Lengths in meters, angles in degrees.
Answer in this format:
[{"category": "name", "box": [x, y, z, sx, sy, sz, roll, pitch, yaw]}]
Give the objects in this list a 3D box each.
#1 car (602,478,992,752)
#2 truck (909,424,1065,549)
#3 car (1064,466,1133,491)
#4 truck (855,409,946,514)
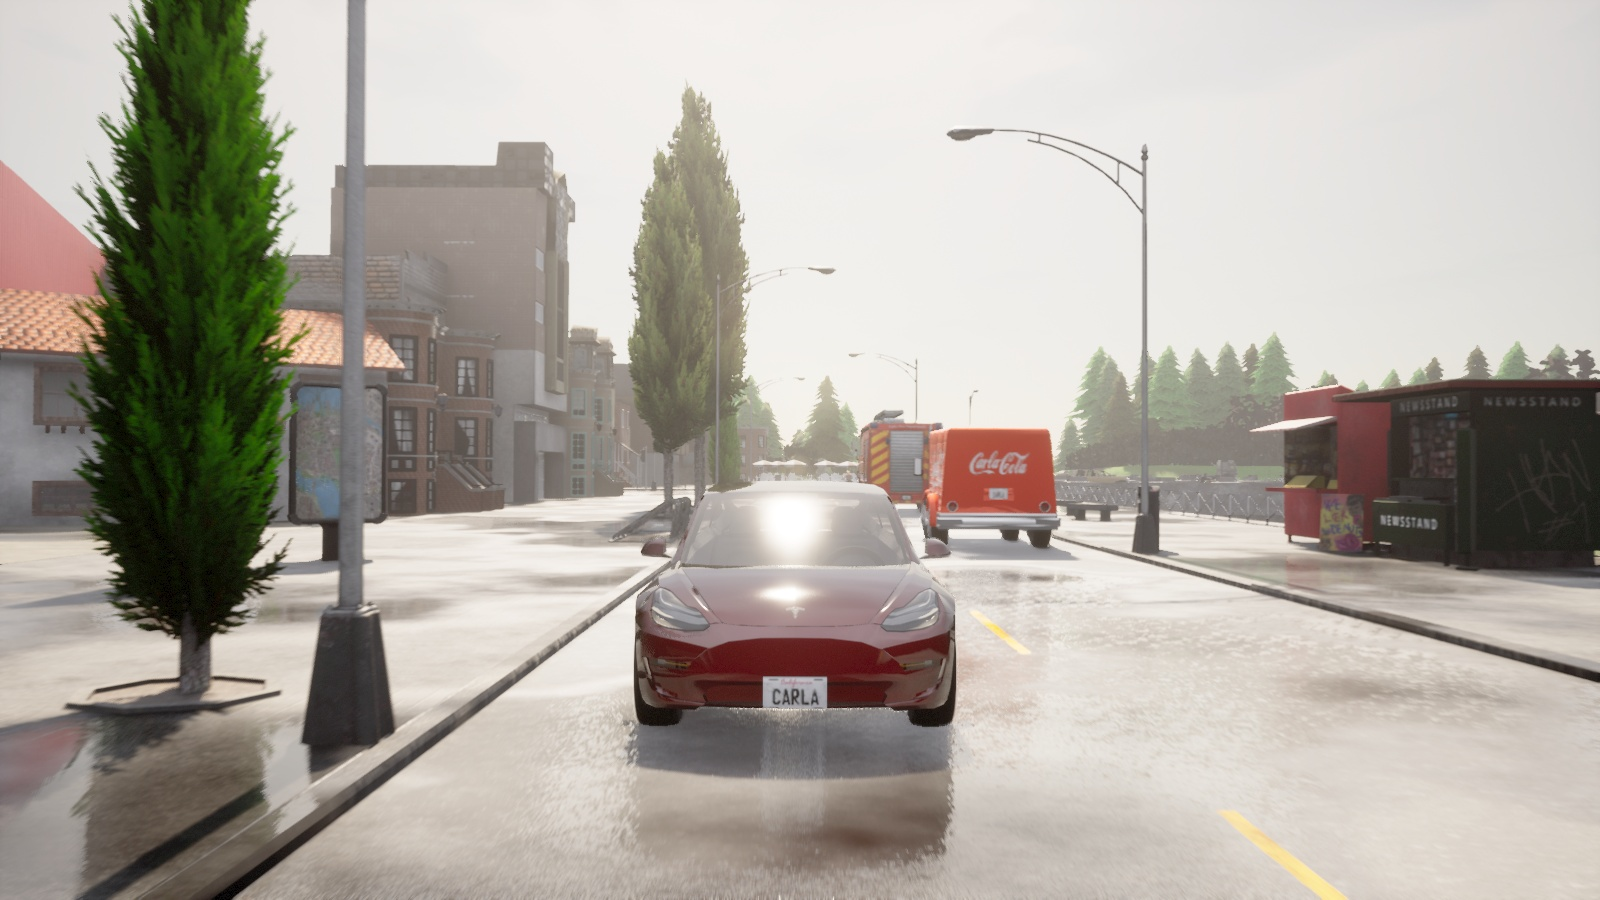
[{"category": "car", "box": [-0.025, 0.972, 9.385, 2.163, 1.488, 4.792, 0, -1, 0]}, {"category": "truck", "box": [3.926, 0.772, 27.483, 2.627, 2.467, 5.204, 0, -1, 0]}, {"category": "car", "box": [22.029, 2.095, 92.707, 4.605, 1.855, 1.932, 0, -1, 0]}, {"category": "truck", "box": [3.864, 0.474, 50.156, 2.891, 3.827, 8.468, 0, -1, 0]}]
